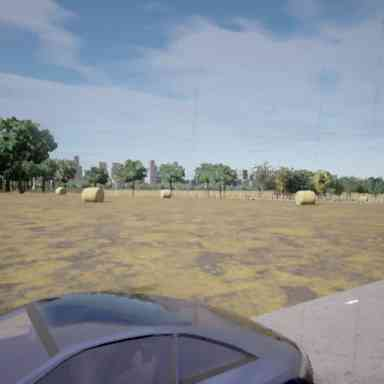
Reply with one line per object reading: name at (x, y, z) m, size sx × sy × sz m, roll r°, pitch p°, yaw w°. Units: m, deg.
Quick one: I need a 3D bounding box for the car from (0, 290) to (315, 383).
car at (-0.981, 1.564, 2.395) m, size 4.181 × 1.385 × 1.994 m, roll 0°, pitch 0°, yaw -34°
